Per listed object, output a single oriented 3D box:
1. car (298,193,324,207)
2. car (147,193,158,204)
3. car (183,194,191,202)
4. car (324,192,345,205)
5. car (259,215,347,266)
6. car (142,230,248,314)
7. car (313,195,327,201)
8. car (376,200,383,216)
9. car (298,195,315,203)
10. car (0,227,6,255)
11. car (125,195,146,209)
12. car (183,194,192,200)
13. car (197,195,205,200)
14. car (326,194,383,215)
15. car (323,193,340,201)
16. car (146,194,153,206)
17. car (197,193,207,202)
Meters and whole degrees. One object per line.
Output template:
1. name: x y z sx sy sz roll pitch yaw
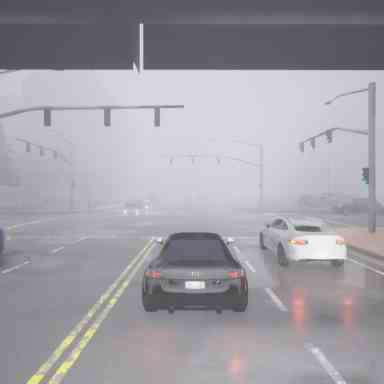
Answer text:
1. car: 16.645 1.149 47.385 1.932 1.855 4.605 0 0 0
2. car: -8.051 1.216 66.069 2.150 2.045 5.566 0 0 0
3. car: -1.097 1.586 76.964 1.895 1.301 4.718 0 0 0
4. car: 19.540 1.152 47.340 1.905 1.878 3.866 0 0 0
5. car: 3.582 1.525 11.364 1.812 1.442 4.674 0 0 0
6. car: 0.067 1.563 7.704 1.994 1.385 4.181 0 0 0
7. car: 30.811 1.357 79.942 1.784 1.438 3.905 0 0 0
8. car: 19.150 1.598 29.626 4.718 1.301 1.895 0 0 1
9. car: 22.193 1.390 64.815 1.970 1.475 3.806 0 0 0
10. car: -6.947 1.477 8.583 1.882 1.535 5.008 0 0 1
11. car: -7.994 1.473 46.136 1.882 1.535 5.008 0 0 0
12. car: -1.156 1.343 86.035 2.128 1.511 4.902 0 0 0
13. car: 2.344 1.371 86.058 1.994 1.385 4.181 0 0 0
14. car: 16.354 1.349 33.157 4.553 1.767 2.097 0 0 1
15. car: 33.495 1.146 80.000 1.932 1.855 4.605 0 0 0
16. car: -8.044 1.521 55.416 1.812 1.442 4.674 0 0 0
17. car: 2.403 1.217 76.990 2.150 2.045 5.566 0 0 0
